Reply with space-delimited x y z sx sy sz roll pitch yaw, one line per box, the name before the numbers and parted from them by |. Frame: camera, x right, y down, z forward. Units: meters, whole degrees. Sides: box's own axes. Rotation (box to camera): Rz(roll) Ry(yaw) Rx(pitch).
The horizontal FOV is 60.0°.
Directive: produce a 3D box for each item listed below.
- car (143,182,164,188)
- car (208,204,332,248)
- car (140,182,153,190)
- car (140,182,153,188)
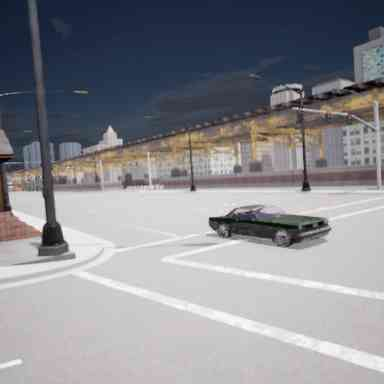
car | -8.831 -1.723 80.672 4.536 1.218 1.853 -3 3 18
car | 2.751 1.171 12.714 1.895 1.301 4.718 -6 4 -37
car | -11.538 -1.566 84.452 2.038 1.542 4.974 -3 3 8
car | -11.542 -1.726 84.496 1.853 1.218 4.536 -3 3 8
